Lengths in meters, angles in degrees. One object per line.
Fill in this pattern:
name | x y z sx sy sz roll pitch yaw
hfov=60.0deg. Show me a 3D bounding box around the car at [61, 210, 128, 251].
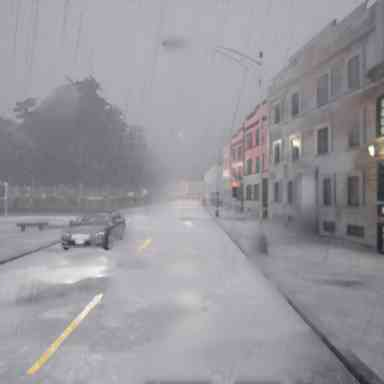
car | -4.111 1.587 14.660 2.128 1.511 4.902 0 -1 0
